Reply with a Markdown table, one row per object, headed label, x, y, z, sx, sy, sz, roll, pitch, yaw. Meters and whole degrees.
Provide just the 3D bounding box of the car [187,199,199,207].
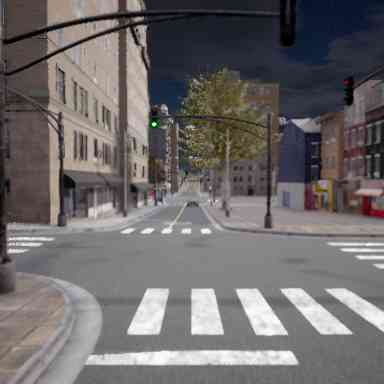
| label | x | y | z | sx | sy | sz | roll | pitch | yaw |
| --- | --- | --- | --- | --- | --- | --- | --- | --- | --- |
| car | 0.138 | 1.715 | 53.603 | 1.895 | 1.301 | 4.718 | 0 | 1 | 1 |
